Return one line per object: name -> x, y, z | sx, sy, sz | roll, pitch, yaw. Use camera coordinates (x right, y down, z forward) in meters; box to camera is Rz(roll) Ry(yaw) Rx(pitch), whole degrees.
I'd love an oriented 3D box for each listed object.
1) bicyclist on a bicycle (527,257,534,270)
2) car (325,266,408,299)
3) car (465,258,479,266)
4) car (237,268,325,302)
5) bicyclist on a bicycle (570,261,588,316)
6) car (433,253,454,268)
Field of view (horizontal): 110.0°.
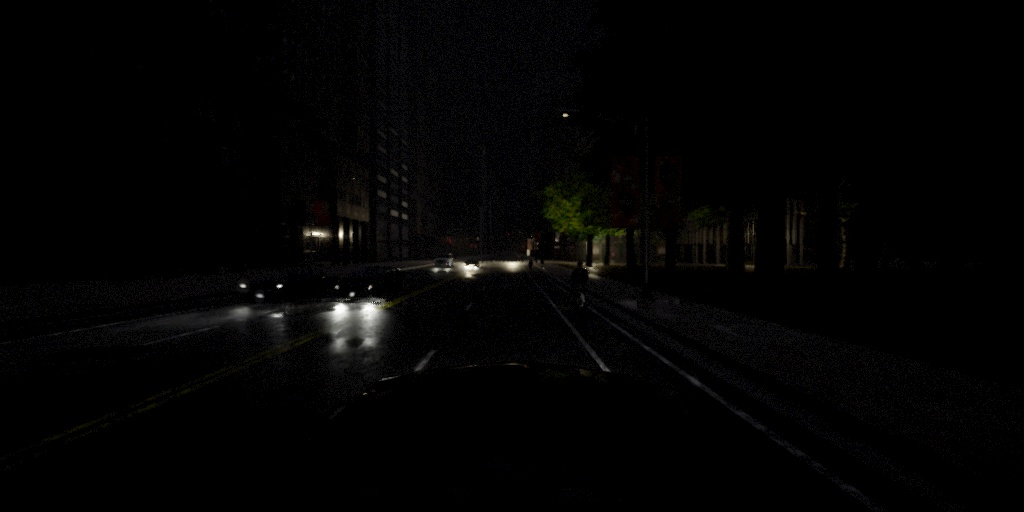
bicyclist on a bicycle -> 2.249, 0.900, 43.108 | 0.866, 1.612, 1.509 | 0, 0, 0
car -> -6.601, 1.188, 17.455 | 2.033, 1.411, 5.357 | 0, 0, 0
car -> -6.547, 0.979, 58.976 | 1.895, 1.301, 4.718 | 0, 0, 1
car -> -9.850, 1.250, 16.240 | 1.895, 1.301, 4.718 | 0, 0, 0
bicyclist on a bicycle -> 2.250, 1.050, 12.103 | 0.659, 1.776, 1.843 | 0, 1, 0
car -> -9.832, 0.631, 51.858 | 2.150, 2.045, 5.566 | 0, 1, 0
